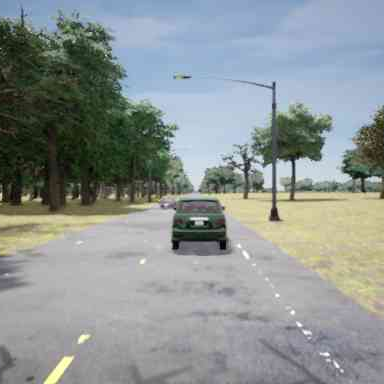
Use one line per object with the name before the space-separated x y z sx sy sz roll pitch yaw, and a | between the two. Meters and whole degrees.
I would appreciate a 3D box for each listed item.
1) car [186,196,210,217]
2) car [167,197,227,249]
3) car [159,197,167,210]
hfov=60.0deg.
car | 0.524 1.322 31.512 2.097 1.767 4.553 0 0 1
car | 0.319 1.215 14.660 2.150 2.045 5.566 0 0 1
car | -3.020 1.446 42.385 2.128 1.511 4.902 0 0 1
